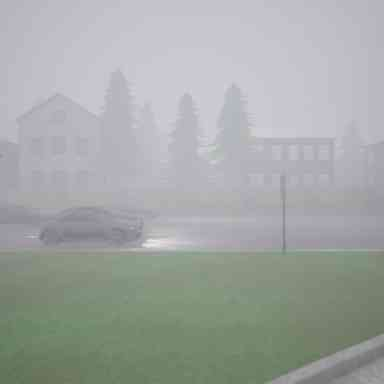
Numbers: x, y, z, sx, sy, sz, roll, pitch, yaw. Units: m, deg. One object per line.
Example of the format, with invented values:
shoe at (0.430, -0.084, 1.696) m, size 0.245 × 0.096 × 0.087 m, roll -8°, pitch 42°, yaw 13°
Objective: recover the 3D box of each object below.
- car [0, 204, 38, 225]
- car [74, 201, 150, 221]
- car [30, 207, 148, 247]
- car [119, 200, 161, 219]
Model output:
car at (-11.142, 1.468, 21.302) m, size 5.357 × 1.411 × 2.033 m, roll 0°, pitch 0°, yaw 0°
car at (-4.988, 1.428, 17.776) m, size 4.892 × 1.490 × 1.837 m, roll -1°, pitch 0°, yaw 0°
car at (-4.252, 1.502, 14.267) m, size 4.181 × 1.385 × 1.994 m, roll 0°, pitch 0°, yaw 1°
car at (-4.763, 1.377, 24.774) m, size 4.902 × 1.511 × 2.128 m, roll 0°, pitch 0°, yaw 0°
